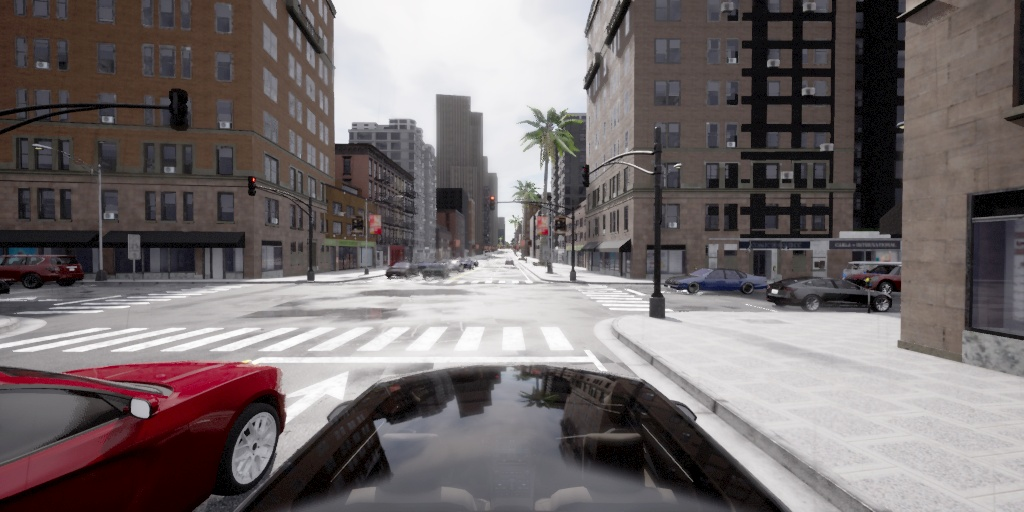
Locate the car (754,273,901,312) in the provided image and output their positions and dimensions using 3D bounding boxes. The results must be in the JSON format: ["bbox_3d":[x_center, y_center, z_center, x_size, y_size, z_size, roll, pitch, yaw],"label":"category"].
[{"bbox_3d":[12.864,1.514,14.727,4.313,1.339,1.948,0,0,0],"label":"car"}]

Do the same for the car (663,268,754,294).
[{"bbox_3d":[11.707,1.401,20.673,5.357,1.411,2.033,0,1,0],"label":"car"}]

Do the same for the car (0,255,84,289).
[{"bbox_3d":[-27.278,0.836,19.926,5.009,1.841,2.192,0,0,-9],"label":"car"}]

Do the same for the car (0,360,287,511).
[{"bbox_3d":[-3.144,1.228,1.490,1.882,1.535,5.008,0,0,1],"label":"car"}]

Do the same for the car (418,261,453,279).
[{"bbox_3d":[-6.694,1.344,31.751,1.895,1.301,4.718,0,0,-3],"label":"car"}]

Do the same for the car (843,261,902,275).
[{"bbox_3d":[21.962,1.285,20.683,4.553,1.767,2.097,0,1,0],"label":"car"}]

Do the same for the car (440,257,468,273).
[{"bbox_3d":[-6.899,1.232,42.790,2.128,1.511,4.902,0,0,0],"label":"car"}]

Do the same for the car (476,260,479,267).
[{"bbox_3d":[-7.009,1.317,63.633,1.895,1.301,4.718,0,0,0],"label":"car"}]

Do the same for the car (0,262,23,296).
[{"bbox_3d":[-24.033,1.126,14.593,4.892,1.490,1.837,1,1,-9],"label":"car"}]

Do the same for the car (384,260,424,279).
[{"bbox_3d":[-10.079,1.290,33.313,2.033,1.411,5.357,0,0,0],"label":"car"}]

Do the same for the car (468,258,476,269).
[{"bbox_3d":[-6.974,1.082,53.729,2.097,1.767,4.553,0,0,-1],"label":"car"}]

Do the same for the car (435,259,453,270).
[{"bbox_3d":[-10.228,1.234,54.381,1.837,1.490,4.892,0,0,0],"label":"car"}]

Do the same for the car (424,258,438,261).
[{"bbox_3d":[-10.161,1.091,44.000,2.097,1.767,4.553,0,0,0],"label":"car"}]
